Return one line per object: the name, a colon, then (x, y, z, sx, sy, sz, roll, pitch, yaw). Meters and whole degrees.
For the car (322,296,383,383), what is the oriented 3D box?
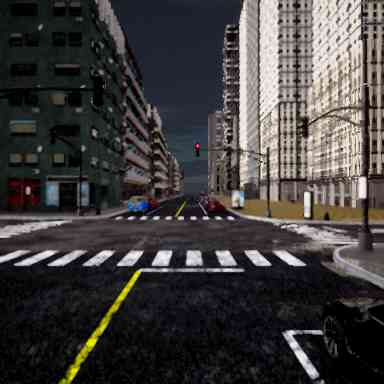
car: (2.697, 1.566, 2.920, 1.947, 1.339, 4.313, 0, 0, 0)

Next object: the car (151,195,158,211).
car: (-5.681, 1.322, 40.855, 2.192, 1.841, 5.009, 0, 0, 0)

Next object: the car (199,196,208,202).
car: (2.698, 1.579, 79.547, 1.887, 1.381, 4.507, 0, 0, 0)

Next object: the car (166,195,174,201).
car: (-5.682, 1.480, 85.075, 1.967, 1.590, 4.097, 0, 0, 0)

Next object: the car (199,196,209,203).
car: (2.698, 1.579, 74.019, 2.008, 1.369, 4.403, 0, 0, 0)

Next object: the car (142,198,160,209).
car: (-5.683, 1.554, 46.383, 1.887, 1.381, 4.507, 0, 0, 0)

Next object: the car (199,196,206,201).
car: (2.698, 1.621, 85.074, 1.802, 1.307, 4.206, 0, 0, 0)

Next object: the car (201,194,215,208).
car: (2.699, 1.449, 46.381, 1.967, 1.590, 4.097, 0, 0, 0)

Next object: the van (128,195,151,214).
van: (-5.682, 1.346, 35.327, 1.690, 1.788, 3.998, 0, 0, 0)

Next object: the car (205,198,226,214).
car: (2.697, 1.587, 35.325, 1.802, 1.307, 4.206, 0, 0, 0)

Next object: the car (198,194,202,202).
car: (2.698, 1.459, 62.964, 1.967, 1.590, 4.097, 0, 0, 0)

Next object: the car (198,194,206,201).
car: (2.699, 1.360, 90.602, 2.192, 1.841, 5.009, 0, 0, 0)
